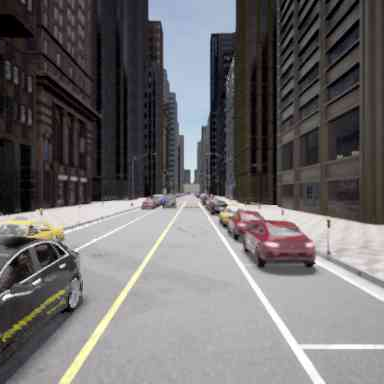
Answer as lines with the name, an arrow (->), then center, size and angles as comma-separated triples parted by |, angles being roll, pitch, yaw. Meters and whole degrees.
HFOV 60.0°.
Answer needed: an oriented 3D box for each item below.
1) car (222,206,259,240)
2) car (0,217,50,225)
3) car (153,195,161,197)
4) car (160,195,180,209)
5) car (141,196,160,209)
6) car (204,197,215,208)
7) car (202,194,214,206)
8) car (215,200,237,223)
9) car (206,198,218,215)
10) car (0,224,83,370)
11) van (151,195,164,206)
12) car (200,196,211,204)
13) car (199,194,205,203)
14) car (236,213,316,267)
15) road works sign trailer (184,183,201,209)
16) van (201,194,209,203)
car -> 2.765, 1.585, 16.737 | 1.802, 1.307, 4.206 | 0, 0, 0
car -> -5.761, 1.527, 10.937 | 1.752, 1.417, 4.829 | 0, 0, 0
car -> -5.757, 1.591, 50.436 | 1.947, 1.339, 4.313 | 0, 0, 0
car -> -3.080, 1.526, 46.473 | 1.837, 1.490, 4.892 | 0, 0, 0
car -> -5.758, 1.603, 44.817 | 1.802, 1.307, 4.206 | 0, 0, 0
car -> 2.767, 1.562, 39.213 | 1.887, 1.381, 4.507 | 0, 0, 0
car -> 2.767, 1.462, 44.832 | 1.967, 1.590, 4.097 | 0, 0, 0
car -> 2.765, 1.531, 22.526 | 1.752, 1.417, 4.829 | 0, 0, 0
car -> 2.766, 1.579, 33.594 | 1.947, 1.339, 4.313 | 0, 0, 0
car -> -3.100, 1.506, 4.838 | 1.837, 1.490, 4.892 | 0, 0, 0
van -> -5.756, 1.371, 56.054 | 1.690, 1.788, 3.998 | 0, 0, 0
car -> 2.770, 1.590, 67.307 | 2.008, 1.369, 4.403 | 0, 0, 0
car -> 2.769, 1.345, 56.069 | 2.192, 1.841, 5.009 | 0, 0, 0
car -> 2.764, 1.584, 11.119 | 1.802, 1.307, 4.206 | 0, 0, 0
road works sign trailer -> 0.005, 0.487, 46.893 | 2.380, 3.560, 2.880 | 0, 0, 0
van -> 2.770, 1.385, 72.926 | 1.690, 1.788, 3.998 | 0, 0, 0
